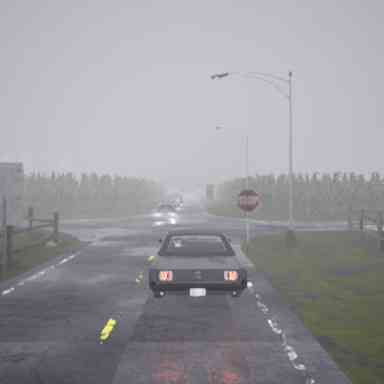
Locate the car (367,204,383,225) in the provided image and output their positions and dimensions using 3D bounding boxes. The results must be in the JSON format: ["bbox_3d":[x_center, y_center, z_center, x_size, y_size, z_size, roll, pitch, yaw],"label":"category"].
[{"bbox_3d":[15.253,1.631,24.003,4.181,1.385,1.994,0,0,0],"label":"car"}]

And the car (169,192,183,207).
[{"bbox_3d":[-2.813,1.224,48.924,2.097,1.767,4.553,0,0,0],"label":"car"}]

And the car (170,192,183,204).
[{"bbox_3d":[-2.783,1.054,60.227,2.150,2.045,5.566,0,1,1],"label":"car"}]

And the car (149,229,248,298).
[{"bbox_3d":[0.073,1.582,8.433,1.895,1.301,4.718,0,0,-1],"label":"car"}]

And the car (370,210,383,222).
[{"bbox_3d":[14.649,1.590,21.319,5.357,1.411,2.033,0,0,5],"label":"car"}]

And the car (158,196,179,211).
[{"bbox_3d":[-2.831,1.504,38.266,1.895,1.301,4.718,0,0,0],"label":"car"}]
